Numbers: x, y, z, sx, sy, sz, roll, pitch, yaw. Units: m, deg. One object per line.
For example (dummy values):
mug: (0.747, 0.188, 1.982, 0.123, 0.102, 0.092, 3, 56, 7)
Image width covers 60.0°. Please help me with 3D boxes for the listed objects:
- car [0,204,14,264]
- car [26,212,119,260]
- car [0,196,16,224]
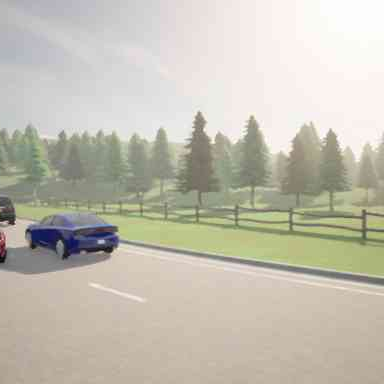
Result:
car: (-7.818, 1.379, 11.011, 2.097, 1.767, 4.553, 0, 0, -44)
car: (-4.756, 1.507, 12.849, 1.882, 1.535, 5.008, 0, 0, -44)
car: (-14.326, 1.280, 23.922, 2.150, 2.045, 5.566, 0, 0, -40)
